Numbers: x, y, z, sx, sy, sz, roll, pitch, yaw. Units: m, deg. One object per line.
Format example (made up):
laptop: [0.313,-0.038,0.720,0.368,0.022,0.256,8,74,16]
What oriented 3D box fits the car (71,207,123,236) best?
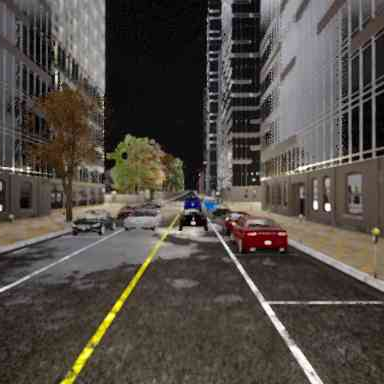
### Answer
car: [-5.698,1.735,19.667,2.008,1.369,4.403,0,-1,0]

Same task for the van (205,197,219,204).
van: [2.676,1.698,42.477,1.690,1.788,3.998,0,0,0]

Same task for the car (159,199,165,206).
car: [-5.791,1.980,53.867,1.947,1.339,4.313,0,0,0]

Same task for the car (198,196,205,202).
car: [2.655,2.035,91.998,1.967,1.590,4.097,0,0,0]

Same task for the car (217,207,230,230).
car: [2.682,1.766,19.669,1.802,1.307,4.206,0,0,0]

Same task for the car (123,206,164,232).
car: [-3.108,1.803,21.653,1.895,1.301,4.718,0,-1,0]

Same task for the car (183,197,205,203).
car: [0.084,1.565,40.444,2.150,2.045,5.566,0,-1,0]

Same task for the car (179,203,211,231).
car: [0.090,1.734,22.406,1.812,1.442,4.674,0,0,0]

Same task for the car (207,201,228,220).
car: [2.678,1.832,31.071,2.008,1.369,4.403,0,0,0]

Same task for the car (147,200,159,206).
car: [-5.706,1.923,42.471,1.947,1.339,4.313,0,0,0]

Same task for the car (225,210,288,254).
car: [2.685,1.676,13.972,1.887,1.381,4.507,0,-1,0]

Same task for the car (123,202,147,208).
car: [-5.703,1.826,31.067,1.887,1.381,4.507,0,0,0]

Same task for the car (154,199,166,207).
car: [-5.842,1.974,61.102,1.752,1.417,4.829,0,0,0]

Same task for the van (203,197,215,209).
van: [2.753,1.755,53.874,1.690,1.788,3.998,0,0,0]
